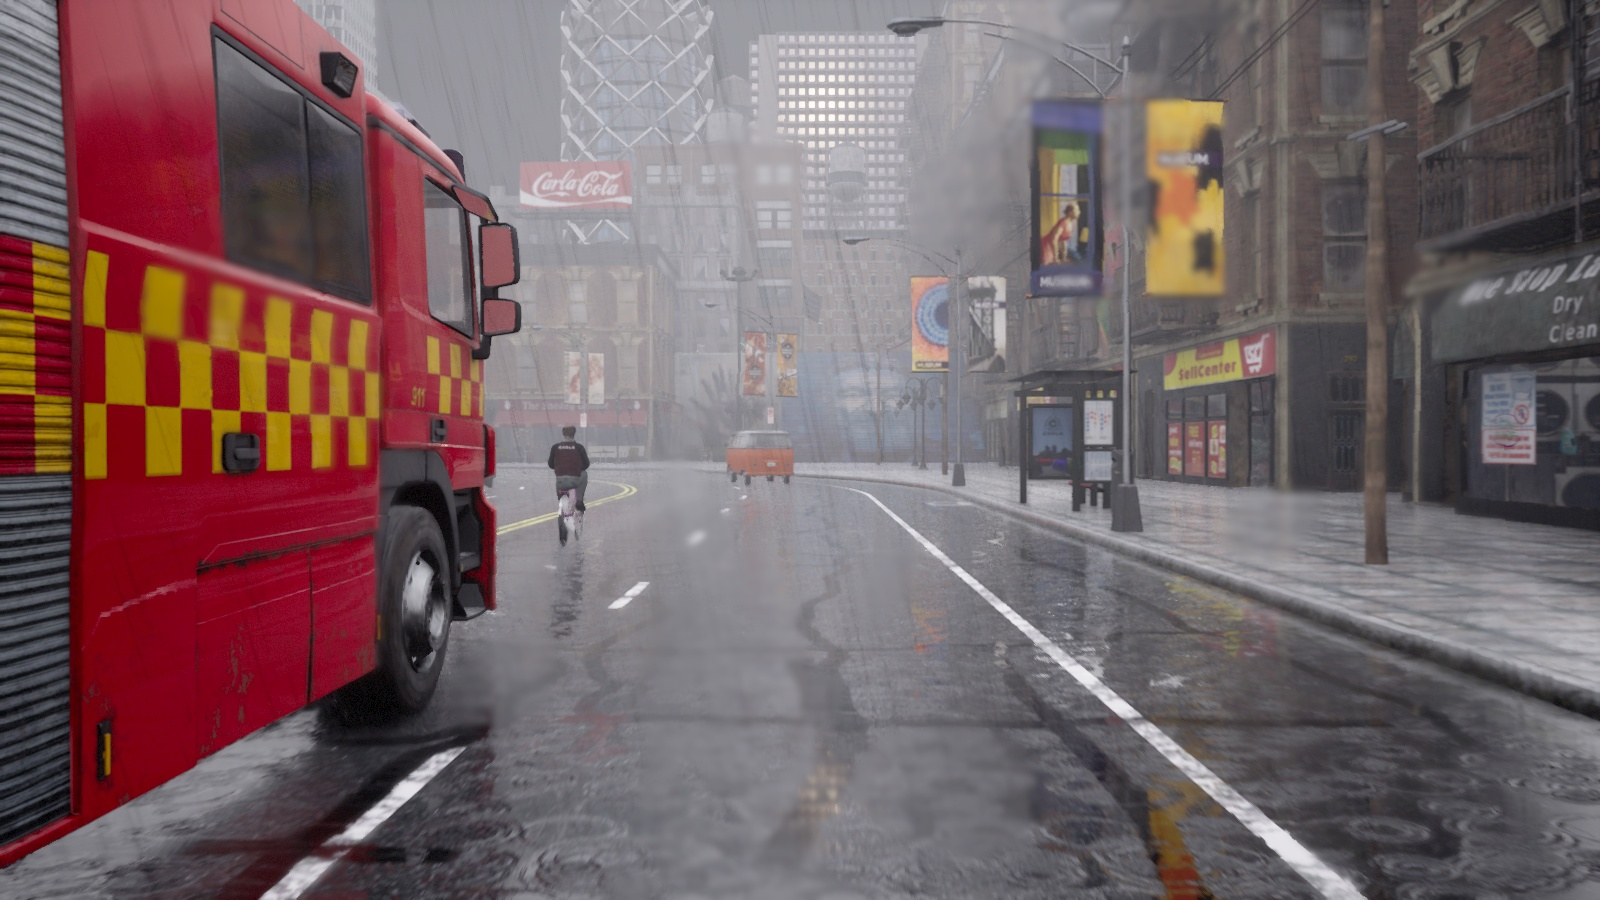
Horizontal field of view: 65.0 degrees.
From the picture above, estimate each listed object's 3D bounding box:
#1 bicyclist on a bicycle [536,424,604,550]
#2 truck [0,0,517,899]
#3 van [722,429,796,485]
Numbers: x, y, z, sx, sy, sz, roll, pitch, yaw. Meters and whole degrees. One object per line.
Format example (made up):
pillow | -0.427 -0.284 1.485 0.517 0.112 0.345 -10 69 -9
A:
bicyclist on a bicycle | -3.379 0.510 18.594 0.659 1.776 1.843 0 1 0
truck | -3.458 -0.447 4.606 2.891 3.827 8.468 0 0 0
van | -1.576 0.235 46.688 1.775 1.987 4.442 0 0 -15
